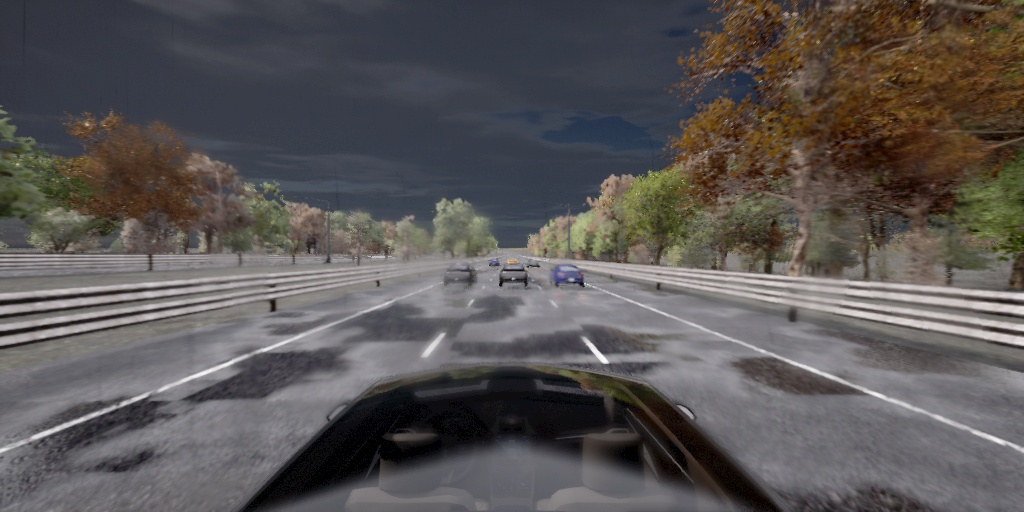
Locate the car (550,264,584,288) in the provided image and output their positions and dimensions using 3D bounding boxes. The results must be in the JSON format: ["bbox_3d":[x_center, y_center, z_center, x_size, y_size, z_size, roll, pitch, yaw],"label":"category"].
[{"bbox_3d":[3.604,1.269,23.942,1.812,1.442,4.674,0,0,0],"label":"car"}]

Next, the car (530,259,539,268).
[{"bbox_3d":[3.610,1.281,61.999,1.994,1.385,4.181,0,0,0],"label":"car"}]

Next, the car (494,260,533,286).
[{"bbox_3d":[0.103,1.234,24.860,2.128,1.511,4.902,0,0,0],"label":"car"}]

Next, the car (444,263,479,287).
[{"bbox_3d":[-3.397,1.236,24.467,2.128,1.511,4.902,0,0,0],"label":"car"}]
